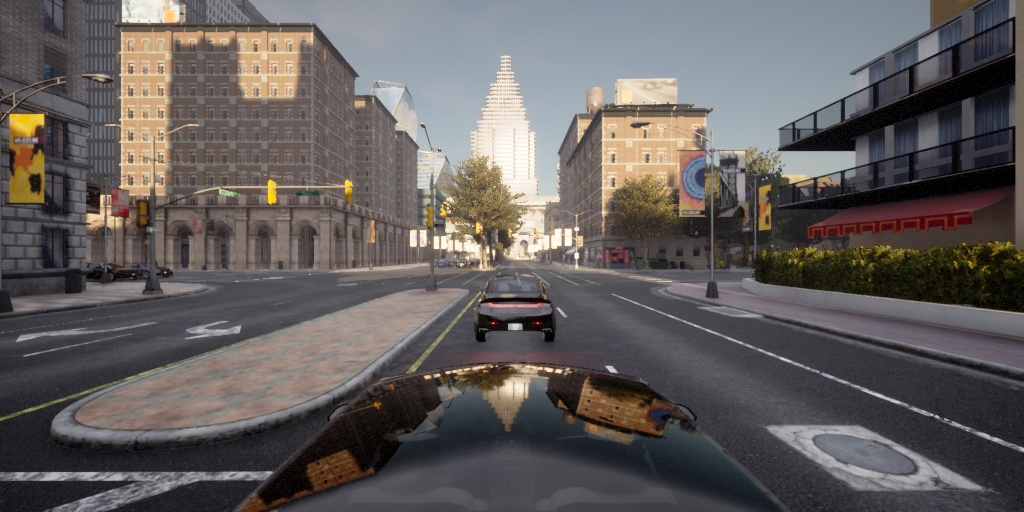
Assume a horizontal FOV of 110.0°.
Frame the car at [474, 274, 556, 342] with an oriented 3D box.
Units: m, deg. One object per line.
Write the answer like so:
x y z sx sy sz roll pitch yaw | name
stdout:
0.080 1.242 9.776 2.128 1.511 4.902 0 0 0 | car

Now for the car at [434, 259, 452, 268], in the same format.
-11.549 1.227 60.008 1.882 1.535 5.008 0 0 0 | car

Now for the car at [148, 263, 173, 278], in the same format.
-33.633 1.314 32.693 4.181 1.385 1.994 0 0 -1 | car

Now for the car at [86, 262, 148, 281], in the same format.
-33.345 1.228 29.200 5.008 1.535 1.882 0 0 0 | car

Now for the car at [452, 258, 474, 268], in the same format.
-8.052 1.241 59.593 2.128 1.511 4.902 0 0 0 | car
